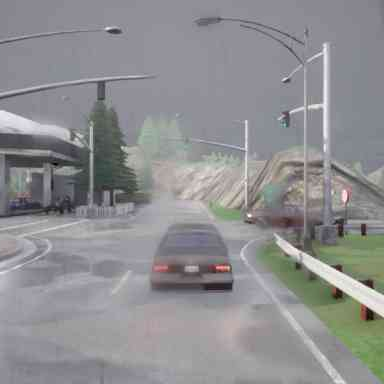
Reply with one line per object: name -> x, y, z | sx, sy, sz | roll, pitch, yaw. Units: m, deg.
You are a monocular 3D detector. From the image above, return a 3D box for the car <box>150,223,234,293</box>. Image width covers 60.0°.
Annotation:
car -> 0.006, 1.551, 9.006 | 2.033, 1.411, 5.357 | 0, 0, 0

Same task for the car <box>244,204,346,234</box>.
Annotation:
car -> 5.438, 1.383, 18.193 | 5.357, 1.411, 2.033 | -1, 0, 44

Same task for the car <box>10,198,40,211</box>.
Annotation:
car -> -20.242, 1.496, 40.640 | 2.242, 1.667, 4.611 | 0, 0, -1

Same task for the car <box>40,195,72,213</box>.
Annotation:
car -> -14.534, 1.328, 36.363 | 1.905, 1.878, 3.866 | 0, 0, -1
